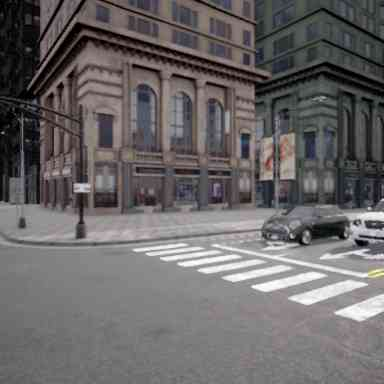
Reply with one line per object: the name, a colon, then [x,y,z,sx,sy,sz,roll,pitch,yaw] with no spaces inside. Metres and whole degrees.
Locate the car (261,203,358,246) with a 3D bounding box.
car: [5.368,1.357,15.528,4.553,1.767,2.097,0,0,-35]

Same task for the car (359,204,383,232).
car: [12.471,1.533,20.541,4.674,1.442,1.812,0,0,-35]

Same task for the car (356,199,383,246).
car: [9.067,1.227,14.136,5.566,2.045,2.150,0,0,-35]
